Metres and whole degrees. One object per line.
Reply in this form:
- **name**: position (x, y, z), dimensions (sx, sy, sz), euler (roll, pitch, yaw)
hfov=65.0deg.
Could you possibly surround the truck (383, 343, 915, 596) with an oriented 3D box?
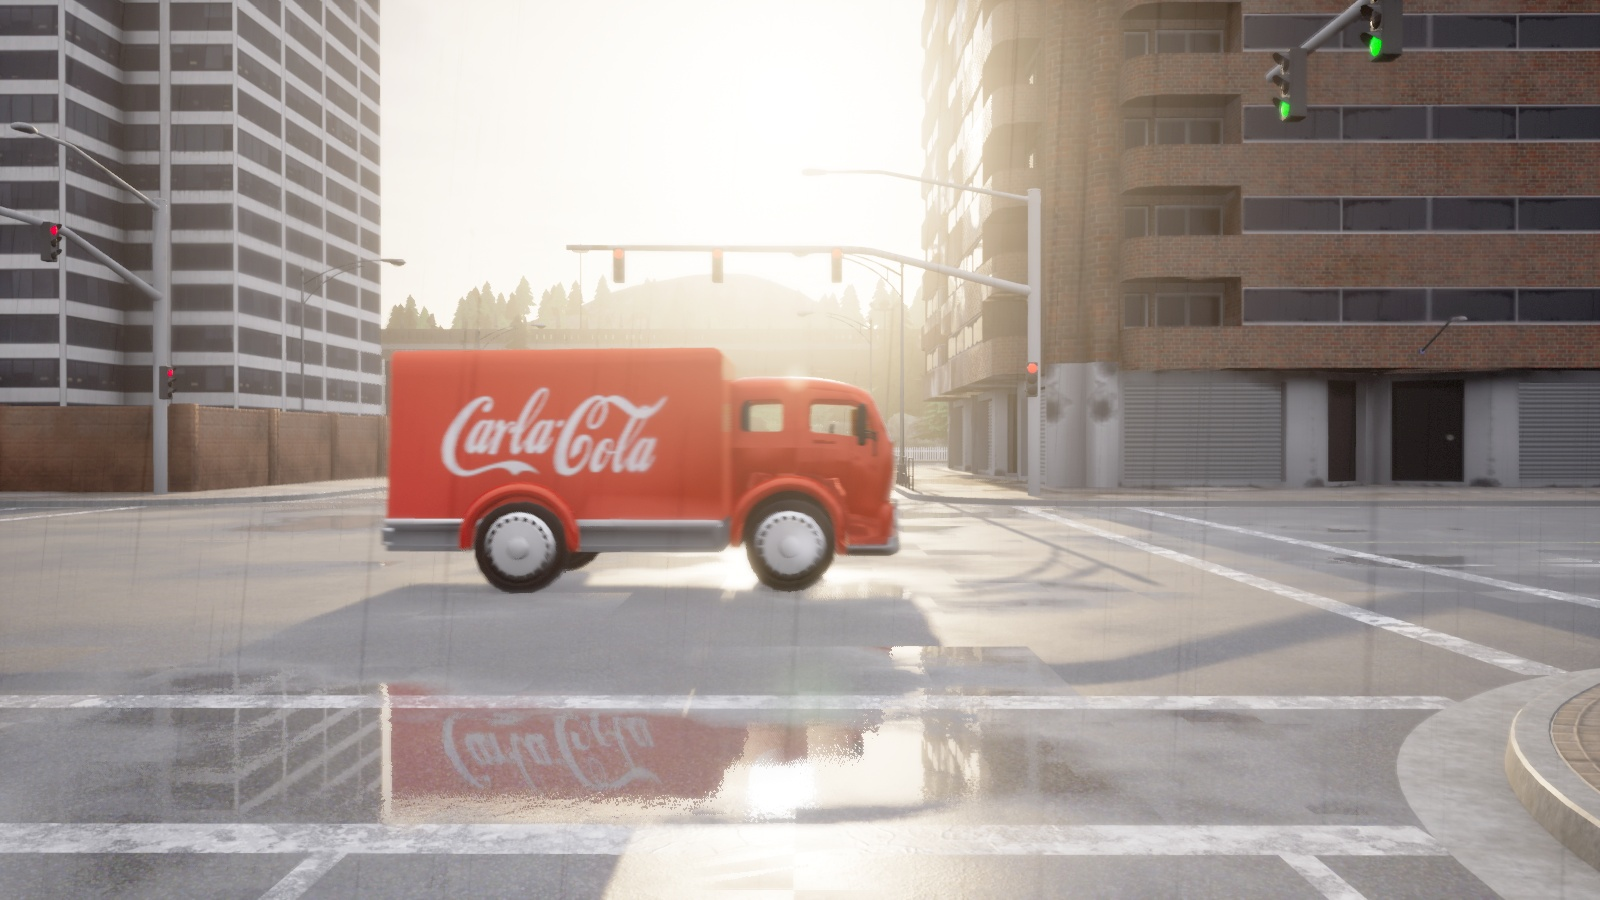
- **truck**: position (-1.470, 0.182, 13.580), dimensions (5.204, 2.467, 2.627), euler (0, 0, 1)
